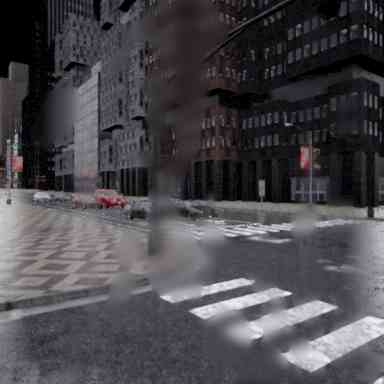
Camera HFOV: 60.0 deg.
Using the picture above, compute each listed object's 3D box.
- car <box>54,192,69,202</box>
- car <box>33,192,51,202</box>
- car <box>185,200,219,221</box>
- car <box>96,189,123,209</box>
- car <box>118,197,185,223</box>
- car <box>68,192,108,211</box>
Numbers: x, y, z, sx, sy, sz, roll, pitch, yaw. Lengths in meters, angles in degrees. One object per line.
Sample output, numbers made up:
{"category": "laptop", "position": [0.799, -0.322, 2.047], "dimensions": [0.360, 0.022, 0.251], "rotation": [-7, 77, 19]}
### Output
{"category": "car", "position": [-20.530, 0.750, 53.035], "dimensions": [2.128, 1.511, 4.902], "rotation": [0, 1, -36]}
{"category": "car", "position": [-22.981, 0.775, 50.872], "dimensions": [1.812, 1.442, 4.674], "rotation": [0, 1, -36]}
{"category": "car", "position": [-0.392, 1.292, 25.097], "dimensions": [2.033, 1.411, 5.357], "rotation": [0, 1, -39]}
{"category": "car", "position": [-9.288, 0.744, 37.401], "dimensions": [2.150, 2.045, 5.566], "rotation": [0, 2, -36]}
{"category": "car", "position": [-2.997, 1.293, 23.238], "dimensions": [2.033, 1.411, 5.357], "rotation": [0, 1, -35]}
{"category": "car", "position": [-10.595, 1.041, 33.671], "dimensions": [1.882, 1.535, 5.008], "rotation": [0, 1, -36]}
